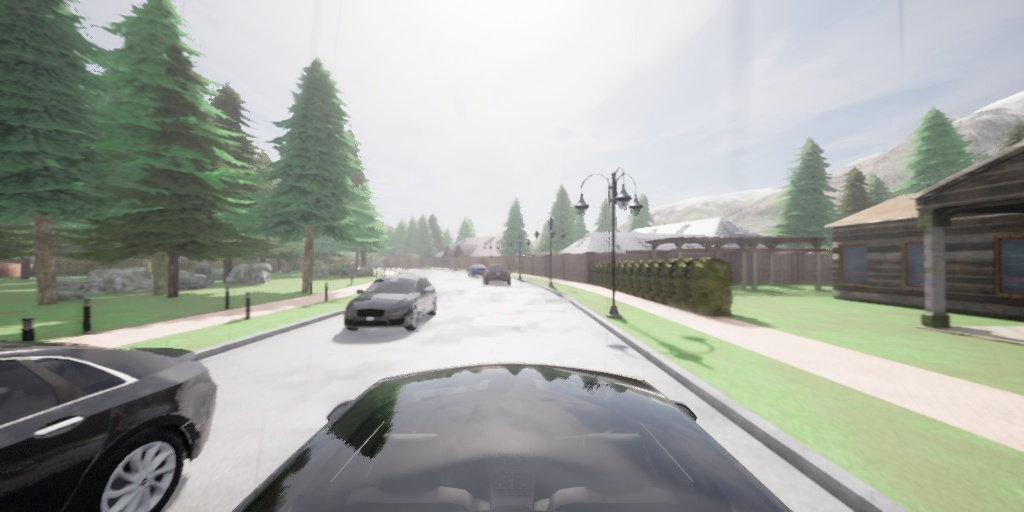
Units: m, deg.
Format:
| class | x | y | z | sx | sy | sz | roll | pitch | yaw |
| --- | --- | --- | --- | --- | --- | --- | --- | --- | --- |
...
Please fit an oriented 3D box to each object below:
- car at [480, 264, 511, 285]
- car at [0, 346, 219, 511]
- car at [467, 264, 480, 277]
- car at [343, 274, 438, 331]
| class | x | y | z | sx | sy | sz | roll | pitch | yaw |
| --- | --- | --- | --- | --- | --- | --- | --- | --- | --- |
| car | -1.383 | 1.461 | 30.806 | 2.097 | 1.767 | 4.553 | 0 | -1 | -8 |
| car | -3.608 | 1.250 | 1.249 | 1.837 | 1.490 | 4.892 | 0 | -1 | 0 |
| car | -4.184 | 1.739 | 43.108 | 1.882 | 1.535 | 5.008 | 0 | 0 | -16 |
| car | -3.650 | 1.377 | 11.586 | 1.837 | 1.490 | 4.892 | 0 | -1 | -1 |
